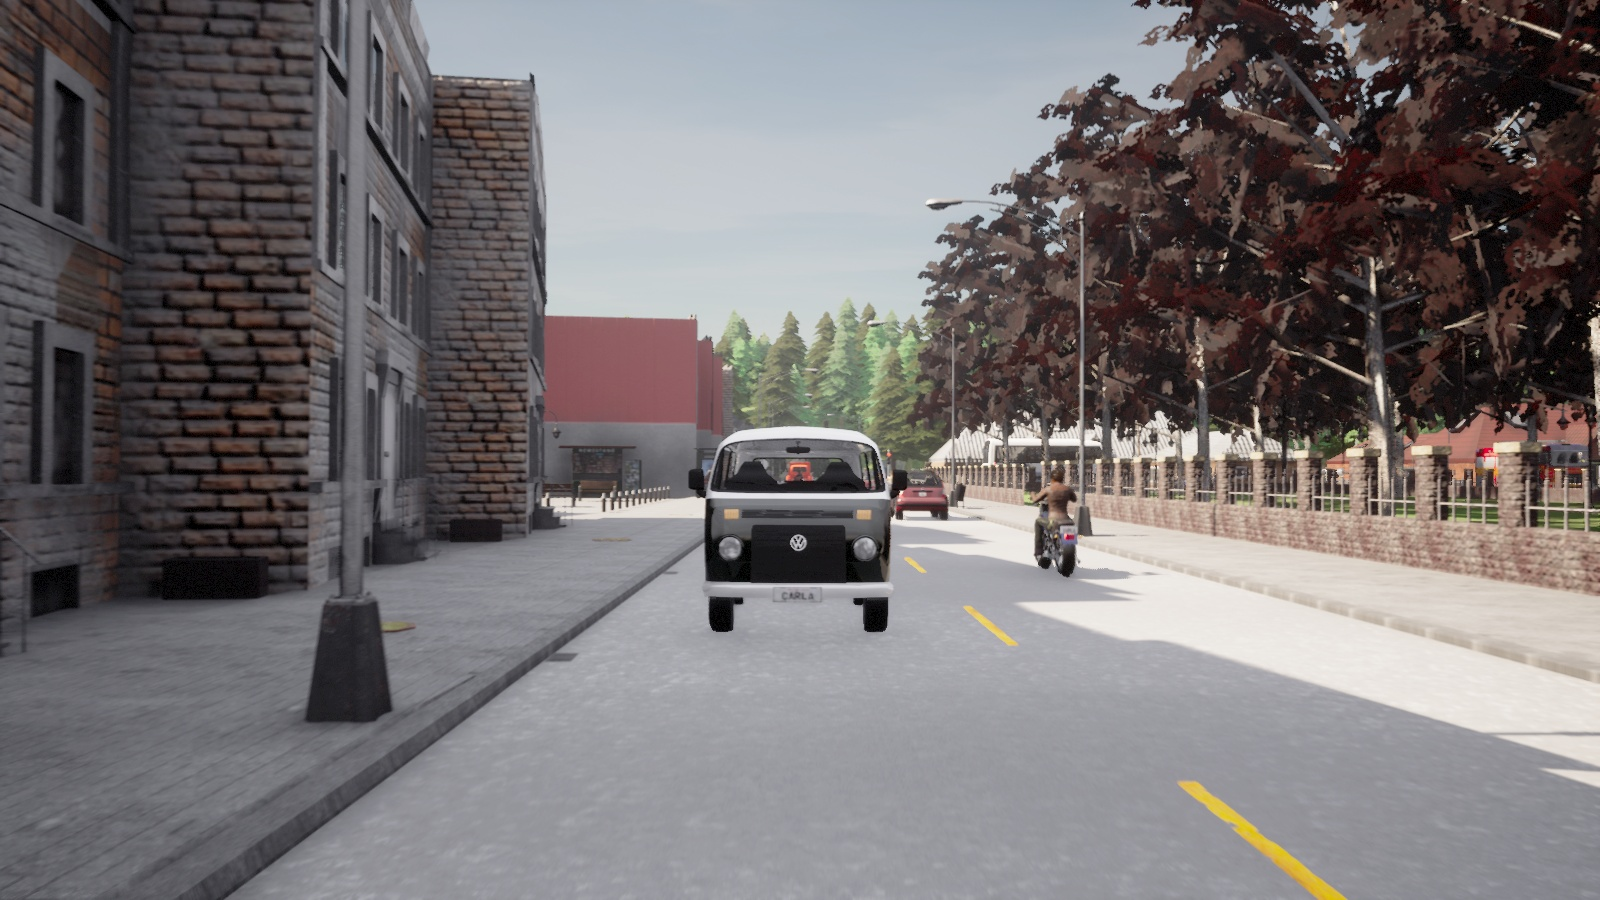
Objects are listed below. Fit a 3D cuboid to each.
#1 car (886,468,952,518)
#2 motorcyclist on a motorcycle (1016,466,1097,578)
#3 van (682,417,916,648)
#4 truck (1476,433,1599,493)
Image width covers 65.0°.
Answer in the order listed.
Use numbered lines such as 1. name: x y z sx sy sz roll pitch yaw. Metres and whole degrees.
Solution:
1. car: 3.963 1.420 42.428 1.851 1.617 3.988 0 -1 0
2. motorcyclist on a motorcycle: 3.982 1.085 19.695 0.766 1.649 2.350 0 -1 0
3. van: -0.013 0.766 13.370 2.069 2.038 4.480 0 -1 0
4. truck: 49.177 0.890 84.109 2.891 3.827 8.468 0 -1 -3
